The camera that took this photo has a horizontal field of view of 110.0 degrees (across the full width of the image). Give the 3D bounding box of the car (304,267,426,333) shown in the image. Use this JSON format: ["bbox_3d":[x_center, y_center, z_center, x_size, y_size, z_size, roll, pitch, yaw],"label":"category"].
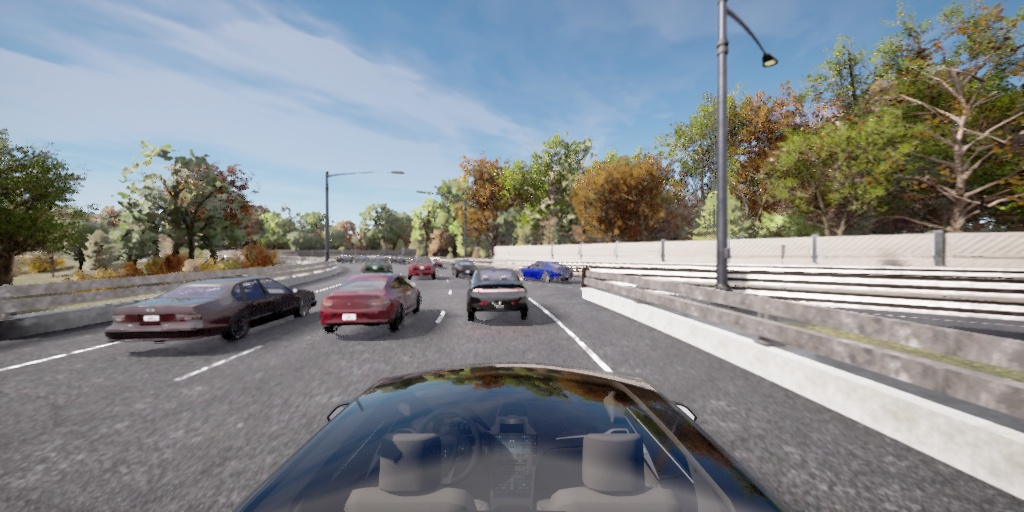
[{"bbox_3d":[-3.911,1.215,10.487,1.812,1.442,4.674,0,0,-5],"label":"car"}]

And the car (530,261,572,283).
[{"bbox_3d":[2.236,1.088,25.461,1.812,1.442,4.674,-1,1,-35],"label":"car"}]

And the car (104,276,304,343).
[{"bbox_3d":[-7.300,1.252,9.568,2.033,1.411,5.357,0,0,-4],"label":"car"}]

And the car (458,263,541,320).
[{"bbox_3d":[-0.604,1.156,12.258,2.128,1.511,4.902,0,0,-6],"label":"car"}]

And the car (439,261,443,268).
[{"bbox_3d":[-11.014,0.994,49.328,1.895,1.301,4.718,0,0,-26],"label":"car"}]

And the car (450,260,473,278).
[{"bbox_3d":[-4.126,1.054,30.696,1.812,1.442,4.674,0,0,-15],"label":"car"}]

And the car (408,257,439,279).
[{"bbox_3d":[-7.433,0.898,29.459,2.097,1.767,4.553,0,0,-15],"label":"car"}]

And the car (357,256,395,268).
[{"bbox_3d":[-11.068,0.907,29.530,2.097,1.767,4.553,0,0,-15],"label":"car"}]
